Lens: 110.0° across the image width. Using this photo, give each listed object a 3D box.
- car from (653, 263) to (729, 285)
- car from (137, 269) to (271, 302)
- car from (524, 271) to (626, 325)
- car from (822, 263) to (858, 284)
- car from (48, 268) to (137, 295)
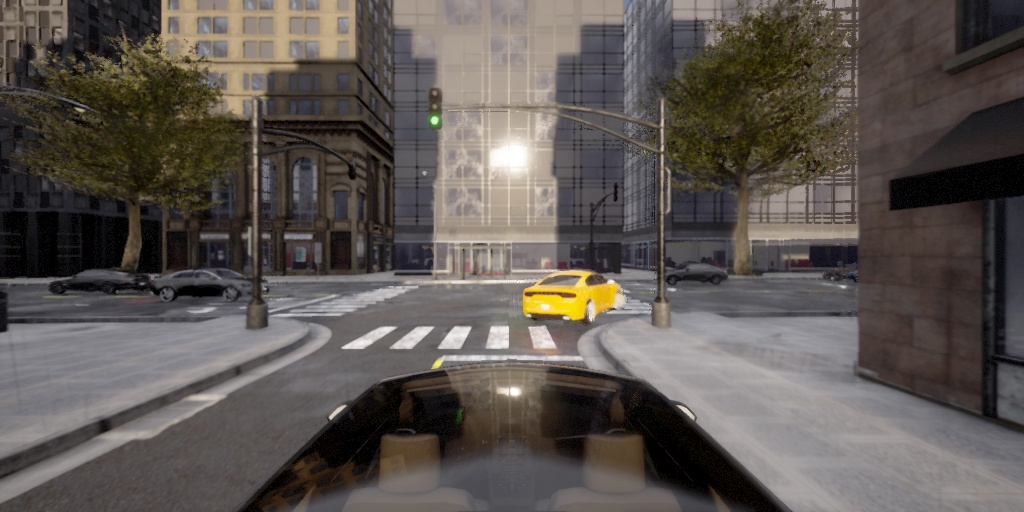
[{"bbox_3d":[11.977,1.170,24.125,4.674,1.442,1.812,0,0,1],"label":"car"},{"bbox_3d":[-14.388,1.359,17.291,4.902,1.511,2.128,0,0,0],"label":"car"},{"bbox_3d":[2.227,1.235,12.052,1.882,1.535,5.008,-2,0,32],"label":"car"},{"bbox_3d":[24.265,1.088,24.180,5.357,1.411,2.033,-1,0,0],"label":"car"},{"bbox_3d":[-23.640,1.445,20.718,4.674,1.442,1.812,0,0,0],"label":"car"}]
